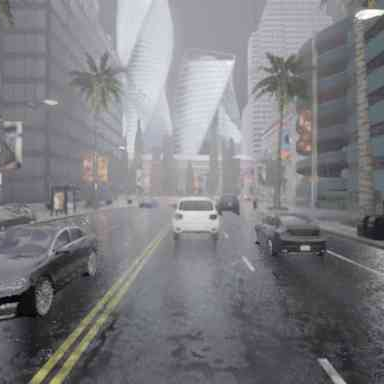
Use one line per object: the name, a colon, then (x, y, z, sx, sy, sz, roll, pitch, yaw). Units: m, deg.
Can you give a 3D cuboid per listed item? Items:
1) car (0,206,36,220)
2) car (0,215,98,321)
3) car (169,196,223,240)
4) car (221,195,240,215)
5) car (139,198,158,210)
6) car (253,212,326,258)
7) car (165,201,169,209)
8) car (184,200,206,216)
car: (-9.986, 1.519, 17.561, 2.231, 1.521, 4.892, 0, 0, 0)
car: (-3.563, 1.511, 7.528, 2.128, 1.511, 4.902, 0, 0, 0)
car: (0.201, 1.297, 17.596, 2.150, 2.045, 5.566, 0, 0, 0)
car: (3.819, 1.386, 35.988, 2.150, 2.045, 5.566, 0, 0, 0)
car: (-6.197, 1.655, 47.629, 1.882, 1.535, 5.008, 0, 0, 7)
car: (3.673, 1.574, 13.149, 1.837, 1.490, 4.892, 0, 0, 0)
car: (-2.557, 1.673, 48.775, 1.882, 1.535, 5.008, 0, 0, 9)
car: (0.315, 1.642, 35.491, 2.128, 1.511, 4.902, 0, 0, 0)
